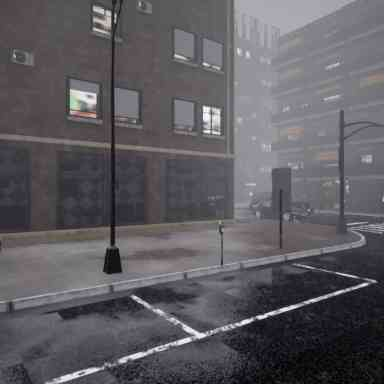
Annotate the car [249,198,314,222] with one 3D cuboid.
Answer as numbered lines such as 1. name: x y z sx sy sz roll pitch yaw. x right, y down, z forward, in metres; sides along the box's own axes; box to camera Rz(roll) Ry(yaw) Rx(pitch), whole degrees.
1. car: 6.298 1.342 24.197 2.008 1.369 4.403 1 0 -36

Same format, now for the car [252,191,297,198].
1. car: 7.208 0.988 27.338 2.150 2.045 5.566 0 1 -36

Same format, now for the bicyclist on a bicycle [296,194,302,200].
1. bicyclist on a bicycle: 11.563 1.011 36.210 1.656 1.620 0.582 0 1 -36
